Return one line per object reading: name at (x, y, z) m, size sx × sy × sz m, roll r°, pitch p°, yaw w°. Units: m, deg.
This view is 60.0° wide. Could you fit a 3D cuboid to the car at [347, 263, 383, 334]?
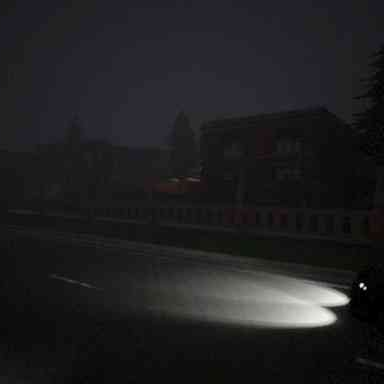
car at (4.654, 1.574, 4.971) m, size 4.181 × 1.385 × 1.994 m, roll 1°, pitch 0°, yaw 36°
